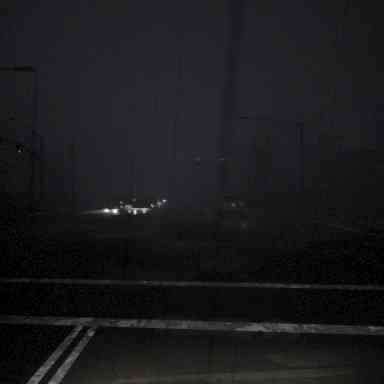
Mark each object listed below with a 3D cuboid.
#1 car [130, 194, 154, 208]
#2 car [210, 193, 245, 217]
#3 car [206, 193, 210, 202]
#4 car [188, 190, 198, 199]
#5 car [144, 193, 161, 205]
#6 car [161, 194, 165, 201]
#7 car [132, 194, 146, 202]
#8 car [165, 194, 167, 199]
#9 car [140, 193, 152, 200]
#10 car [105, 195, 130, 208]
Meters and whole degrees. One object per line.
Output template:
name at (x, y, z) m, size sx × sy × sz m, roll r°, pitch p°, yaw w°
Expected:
car at (-6.898, 1.431, 46.022) m, size 1.994 × 1.385 × 4.181 m, roll 0°, pitch 1°, yaw 1°
car at (3.390, 1.191, 31.268) m, size 2.150 × 2.045 × 5.566 m, roll -1°, pitch 0°, yaw -4°
car at (3.784, 0.945, 65.730) m, size 2.097 × 1.767 × 4.553 m, roll 0°, pitch 1°, yaw 0°
car at (0.215, 0.604, 76.582) m, size 2.150 × 2.045 × 5.566 m, roll 0°, pitch 1°, yaw 0°
car at (-6.849, 1.305, 55.253) m, size 2.033 × 1.411 × 5.357 m, roll 0°, pitch 1°, yaw 0°
car at (-6.819, 1.210, 64.830) m, size 1.895 × 1.301 × 4.718 m, roll 0°, pitch 1°, yaw 0°
car at (-10.320, 1.179, 64.556) m, size 1.994 × 1.385 × 4.181 m, roll 0°, pitch 1°, yaw 0°
car at (-6.789, 1.003, 75.178) m, size 1.895 × 1.301 × 4.718 m, roll 0°, pitch 1°, yaw 0°
car at (-10.289, 0.948, 75.174) m, size 2.033 × 1.411 × 5.357 m, roll 0°, pitch 1°, yaw 0°
car at (-10.400, 1.369, 45.410) m, size 2.128 × 1.511 × 4.902 m, roll 0°, pitch 1°, yaw 1°
